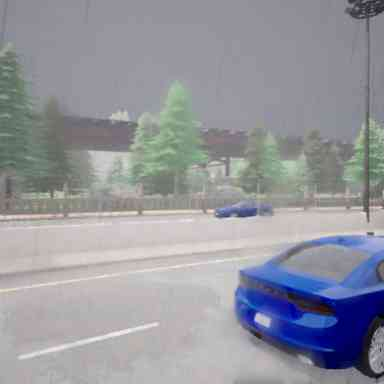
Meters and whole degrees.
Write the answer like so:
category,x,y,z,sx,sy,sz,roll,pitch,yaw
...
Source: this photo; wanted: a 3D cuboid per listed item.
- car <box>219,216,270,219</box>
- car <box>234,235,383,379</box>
category,x,y,z,sx,sy,sz,roll,pitch,yaw
car,4.143,1.405,26.268,5.008,1.535,1.882,0,0,-26
car,2.998,1.475,5.551,5.008,1.535,1.882,0,0,-32
